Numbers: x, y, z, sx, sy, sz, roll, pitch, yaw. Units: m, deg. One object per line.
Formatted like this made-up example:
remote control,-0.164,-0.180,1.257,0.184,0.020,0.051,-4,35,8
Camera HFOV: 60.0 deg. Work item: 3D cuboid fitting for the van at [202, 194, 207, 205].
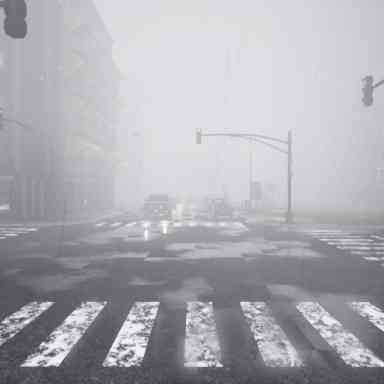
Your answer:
van,2.684,1.295,46.889,1.690,1.788,3.998,-1,0,0

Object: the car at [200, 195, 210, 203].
car,2.711,1.353,69.472,1.967,1.590,4.097,-1,0,0

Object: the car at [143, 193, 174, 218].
car,-3.065,1.198,30.415,2.150,2.045,5.566,0,0,0

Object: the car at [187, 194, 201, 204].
car,0.154,1.479,60.352,2.033,1.411,5.357,0,0,0

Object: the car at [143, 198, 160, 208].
car,-5.660,1.520,46.863,1.947,1.339,4.313,-1,0,0

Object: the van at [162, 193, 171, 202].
van,-5.639,1.242,75.094,1.690,1.788,3.998,-1,0,0

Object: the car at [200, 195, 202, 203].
car,2.692,1.490,52.535,1.887,1.381,4.507,-1,0,0

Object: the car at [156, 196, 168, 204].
car,-5.646,1.470,63.800,1.887,1.381,4.507,-1,0,0

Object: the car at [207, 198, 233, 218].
car,2.673,1.522,29.951,1.887,1.381,4.507,-1,0,0

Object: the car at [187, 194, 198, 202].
car,0.090,1.264,70.979,2.097,1.767,4.553,0,0,0

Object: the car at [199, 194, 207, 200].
car,2.756,1.313,86.409,1.967,1.590,4.097,-1,0,0

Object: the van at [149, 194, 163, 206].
van,-5.659,1.286,52.508,1.690,1.788,3.998,-1,0,0

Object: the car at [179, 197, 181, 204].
car,-2.988,1.478,61.115,2.033,1.411,5.357,0,0,1

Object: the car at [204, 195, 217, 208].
car,2.676,1.410,35.597,1.967,1.590,4.097,-1,0,0

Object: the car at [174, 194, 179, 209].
car,-3.055,1.436,43.643,1.882,1.535,5.008,0,0,0
